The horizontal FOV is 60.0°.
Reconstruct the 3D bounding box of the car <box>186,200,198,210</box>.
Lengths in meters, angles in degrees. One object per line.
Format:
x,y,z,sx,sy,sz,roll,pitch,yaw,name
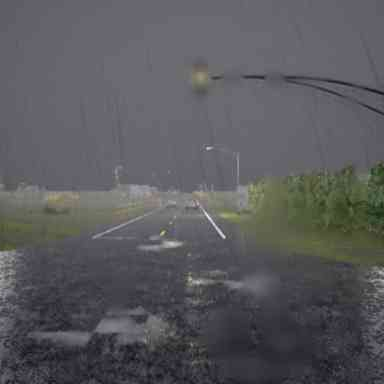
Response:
-0.001,2.113,53.591,1.994,1.385,4.181,0,0,0,car

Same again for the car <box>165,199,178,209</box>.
-3.501,2.073,57.814,1.837,1.490,4.892,0,0,0,car

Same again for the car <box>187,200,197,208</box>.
-0.002,2.198,63.640,1.994,1.385,4.181,0,0,0,car
